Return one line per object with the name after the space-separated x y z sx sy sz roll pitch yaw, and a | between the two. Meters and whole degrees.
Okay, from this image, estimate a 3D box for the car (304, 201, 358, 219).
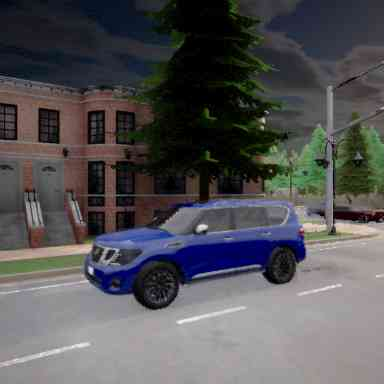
12.557 1.570 30.303 1.994 1.385 4.181 0 0 -31 | car

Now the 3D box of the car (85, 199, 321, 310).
0.340 1.222 8.113 5.566 2.045 2.150 0 0 -31 | car

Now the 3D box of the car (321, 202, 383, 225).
11.806 1.606 24.507 1.895 1.301 4.718 0 0 -28 | car

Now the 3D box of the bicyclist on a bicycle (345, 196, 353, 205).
19.181 1.309 40.645 1.656 1.620 0.582 0 0 -31 | bicyclist on a bicycle
